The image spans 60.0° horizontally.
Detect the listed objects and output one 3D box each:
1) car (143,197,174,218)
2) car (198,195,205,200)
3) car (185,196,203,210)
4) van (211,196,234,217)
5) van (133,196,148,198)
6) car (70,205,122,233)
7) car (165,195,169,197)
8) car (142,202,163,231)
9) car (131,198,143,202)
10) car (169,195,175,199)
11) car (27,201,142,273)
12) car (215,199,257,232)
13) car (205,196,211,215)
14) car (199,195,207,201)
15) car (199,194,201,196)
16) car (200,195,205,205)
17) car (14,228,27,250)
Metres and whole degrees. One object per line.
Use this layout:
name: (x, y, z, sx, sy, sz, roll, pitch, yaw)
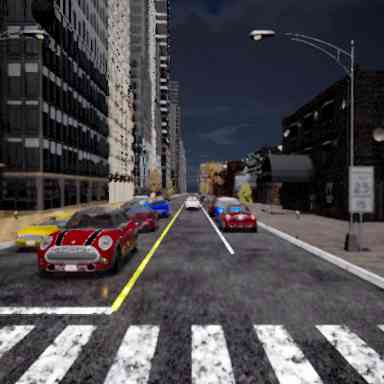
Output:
car: (-3.003, 1.476, 30.599, 1.882, 1.535, 5.008, 0, 0, 0)
car: (2.668, 1.528, 93.739, 1.752, 1.417, 4.829, -1, 0, 0)
car: (0.096, 1.524, 42.968, 1.812, 1.442, 4.674, 0, 0, 0)
van: (2.672, 1.340, 25.840, 1.690, 1.788, 3.998, -1, 0, 0)
van: (-5.676, 1.339, 37.182, 1.690, 1.788, 3.998, -1, 0, 0)
car: (-5.671, 1.565, 20.249, 1.947, 1.339, 4.313, -1, 0, 0)
car: (-5.676, 1.524, 59.588, 1.752, 1.417, 4.829, -1, 0, 0)
car: (-3.093, 1.563, 20.215, 1.994, 1.385, 4.181, 0, 0, -1)
car: (-5.672, 1.564, 31.538, 1.947, 1.339, 4.313, -1, 0, 0)
car: (-5.677, 1.566, 76.690, 1.947, 1.339, 4.313, -1, 0, 0)
car: (-3.096, 1.351, 10.760, 2.097, 1.767, 4.553, 0, 0, 0)
car: (2.675, 1.439, 20.196, 1.967, 1.590, 4.097, -1, 0, 0)
car: (2.671, 1.314, 31.484, 2.192, 1.841, 5.009, -1, 0, 0)
car: (2.669, 1.546, 82.281, 1.887, 1.381, 4.507, -1, 0, 0)
car: (0.087, 1.524, 56.976, 1.812, 1.442, 4.674, 0, 0, 0)
car: (2.672, 1.549, 54.060, 2.008, 1.369, 4.403, -1, 0, 0)
car: (-5.841, 1.524, 14.436, 1.752, 1.417, 4.829, -1, 0, 0)
